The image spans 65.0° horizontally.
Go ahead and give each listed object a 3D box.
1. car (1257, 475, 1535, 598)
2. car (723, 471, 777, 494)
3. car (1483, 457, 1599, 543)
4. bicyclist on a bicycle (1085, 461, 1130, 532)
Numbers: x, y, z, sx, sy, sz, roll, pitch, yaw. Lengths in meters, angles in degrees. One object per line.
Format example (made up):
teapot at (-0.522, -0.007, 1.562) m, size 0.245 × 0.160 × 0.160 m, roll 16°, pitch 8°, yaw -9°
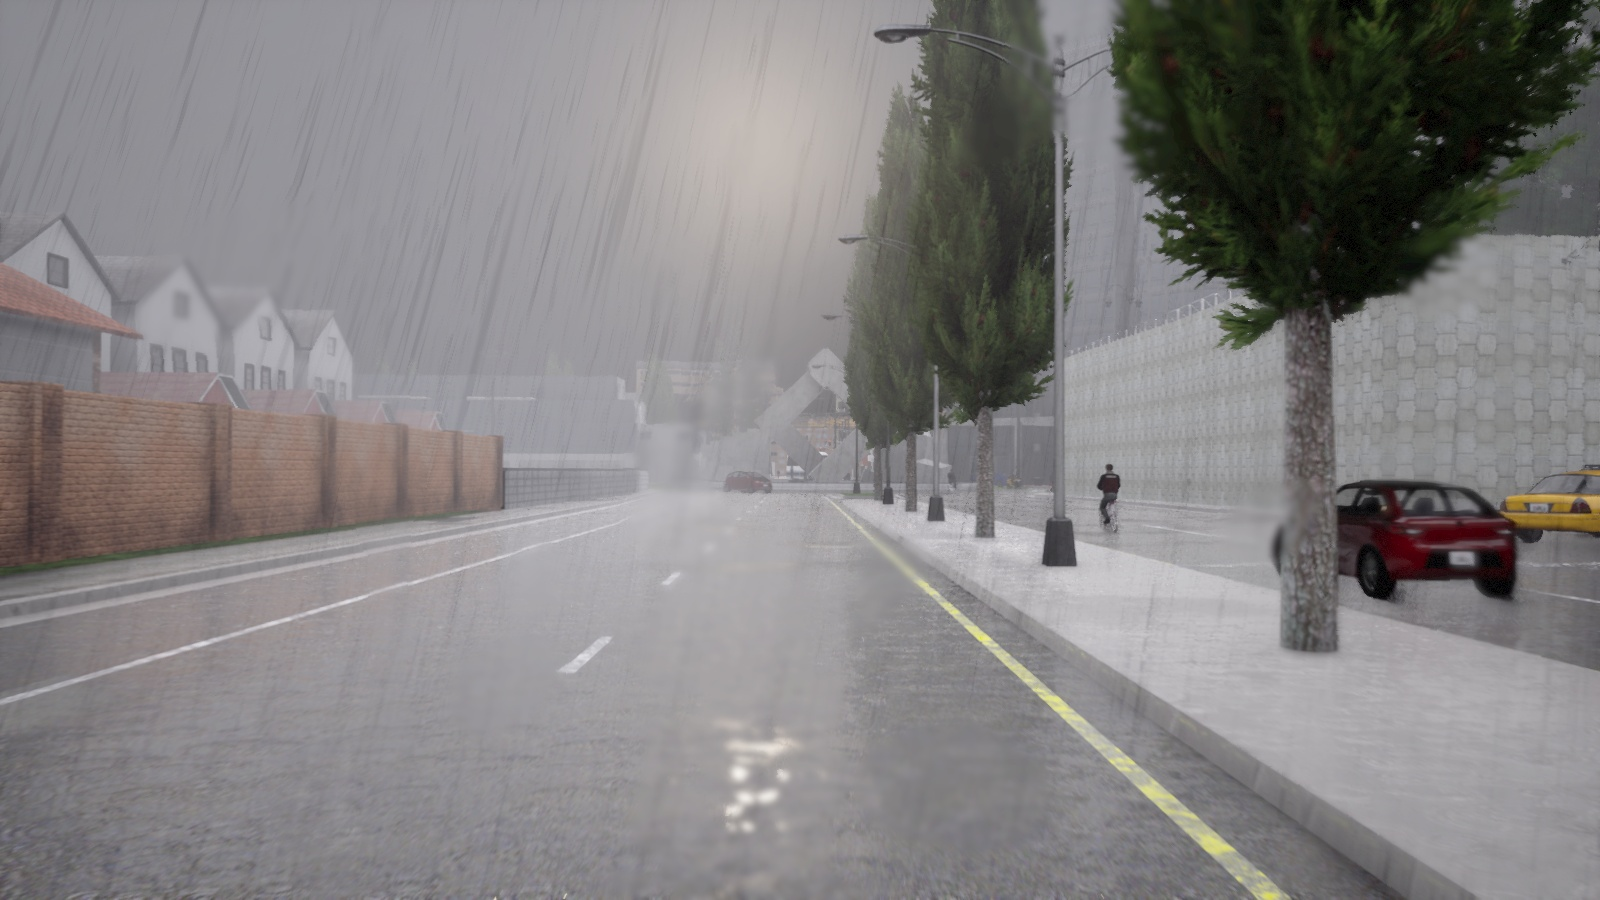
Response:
car at (7.958, 1.085, 17.262) m, size 1.816 × 1.474 × 4.193 m, roll 0°, pitch -1°, yaw 0°
car at (-3.440, 2.250, 86.197) m, size 1.789 × 1.549 × 3.705 m, roll 1°, pitch -2°, yaw -41°
car at (16.253, 0.926, 25.477) m, size 5.366 × 1.575 × 1.801 m, roll -1°, pitch -1°, yaw -32°
bicyclist on a bicycle at (7.919, 1.174, 32.405) m, size 0.659 × 1.776 × 1.843 m, roll -1°, pitch -1°, yaw 0°
